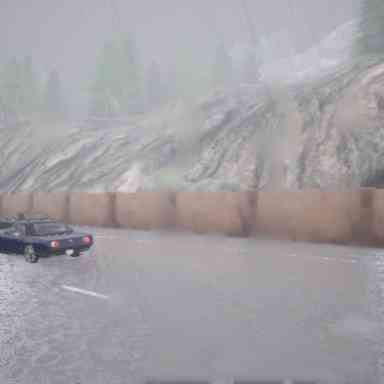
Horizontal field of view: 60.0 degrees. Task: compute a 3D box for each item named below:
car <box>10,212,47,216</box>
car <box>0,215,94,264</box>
[{"bbox_3d":[-9.721,1.826,19.287,4.718,1.301,1.895,-1,0,35],"label":"car"},{"bbox_3d":[-5.921,1.742,12.410,4.718,1.301,1.895,-1,0,34],"label":"car"}]
